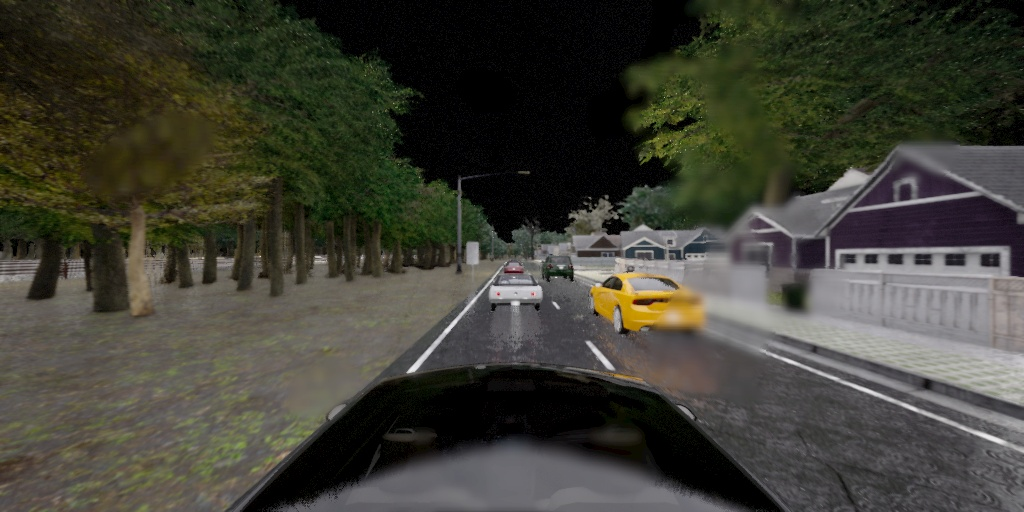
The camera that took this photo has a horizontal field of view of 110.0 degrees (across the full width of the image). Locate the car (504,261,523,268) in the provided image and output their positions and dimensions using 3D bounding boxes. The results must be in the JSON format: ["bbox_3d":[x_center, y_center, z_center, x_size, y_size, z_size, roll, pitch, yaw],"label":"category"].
[{"bbox_3d":[0.199,1.229,37.311,1.994,1.385,4.181,0,0,0],"label":"car"}]

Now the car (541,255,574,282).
[{"bbox_3d":[3.676,0.945,29.295,2.150,2.045,5.566,0,0,0],"label":"car"}]

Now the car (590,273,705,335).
[{"bbox_3d":[3.622,1.229,10.515,1.882,1.535,5.008,0,0,0],"label":"car"}]

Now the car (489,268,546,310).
[{"bbox_3d":[0.135,1.353,14.625,1.895,1.301,4.718,0,0,0],"label":"car"}]
